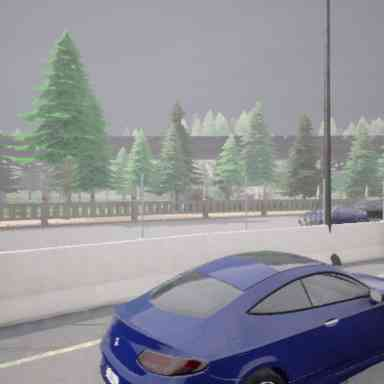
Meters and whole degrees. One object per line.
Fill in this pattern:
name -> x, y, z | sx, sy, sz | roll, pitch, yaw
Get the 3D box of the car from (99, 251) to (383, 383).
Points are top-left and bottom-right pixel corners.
car -> 1.202, 1.525, 4.313 | 4.674, 1.442, 1.812 | 0, 0, -33

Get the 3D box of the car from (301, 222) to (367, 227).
car -> 8.695, 1.525, 20.396 | 4.674, 1.442, 1.812 | 0, 0, -24
